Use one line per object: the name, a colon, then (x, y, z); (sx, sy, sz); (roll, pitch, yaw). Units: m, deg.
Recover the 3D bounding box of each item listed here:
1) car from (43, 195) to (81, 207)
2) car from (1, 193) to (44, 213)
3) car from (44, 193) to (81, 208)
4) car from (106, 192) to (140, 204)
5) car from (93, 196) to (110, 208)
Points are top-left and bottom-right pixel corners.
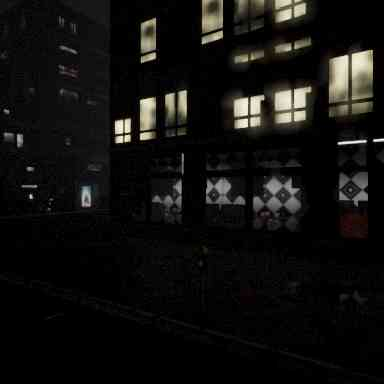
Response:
car: (-16.722, 1.074, 42.944); (1.802, 1.307, 4.206); (1, 2, 35)
car: (-16.164, 1.029, 29.096); (2.192, 1.841, 5.009); (1, 2, 35)
car: (-15.654, 0.883, 39.974); (2.097, 1.767, 4.553); (0, 1, 35)
car: (-9.913, 0.847, 48.185); (1.837, 1.490, 4.892); (0, 1, 35)
car: (-9.815, 1.072, 38.199); (1.947, 1.339, 4.313); (1, 2, 35)
